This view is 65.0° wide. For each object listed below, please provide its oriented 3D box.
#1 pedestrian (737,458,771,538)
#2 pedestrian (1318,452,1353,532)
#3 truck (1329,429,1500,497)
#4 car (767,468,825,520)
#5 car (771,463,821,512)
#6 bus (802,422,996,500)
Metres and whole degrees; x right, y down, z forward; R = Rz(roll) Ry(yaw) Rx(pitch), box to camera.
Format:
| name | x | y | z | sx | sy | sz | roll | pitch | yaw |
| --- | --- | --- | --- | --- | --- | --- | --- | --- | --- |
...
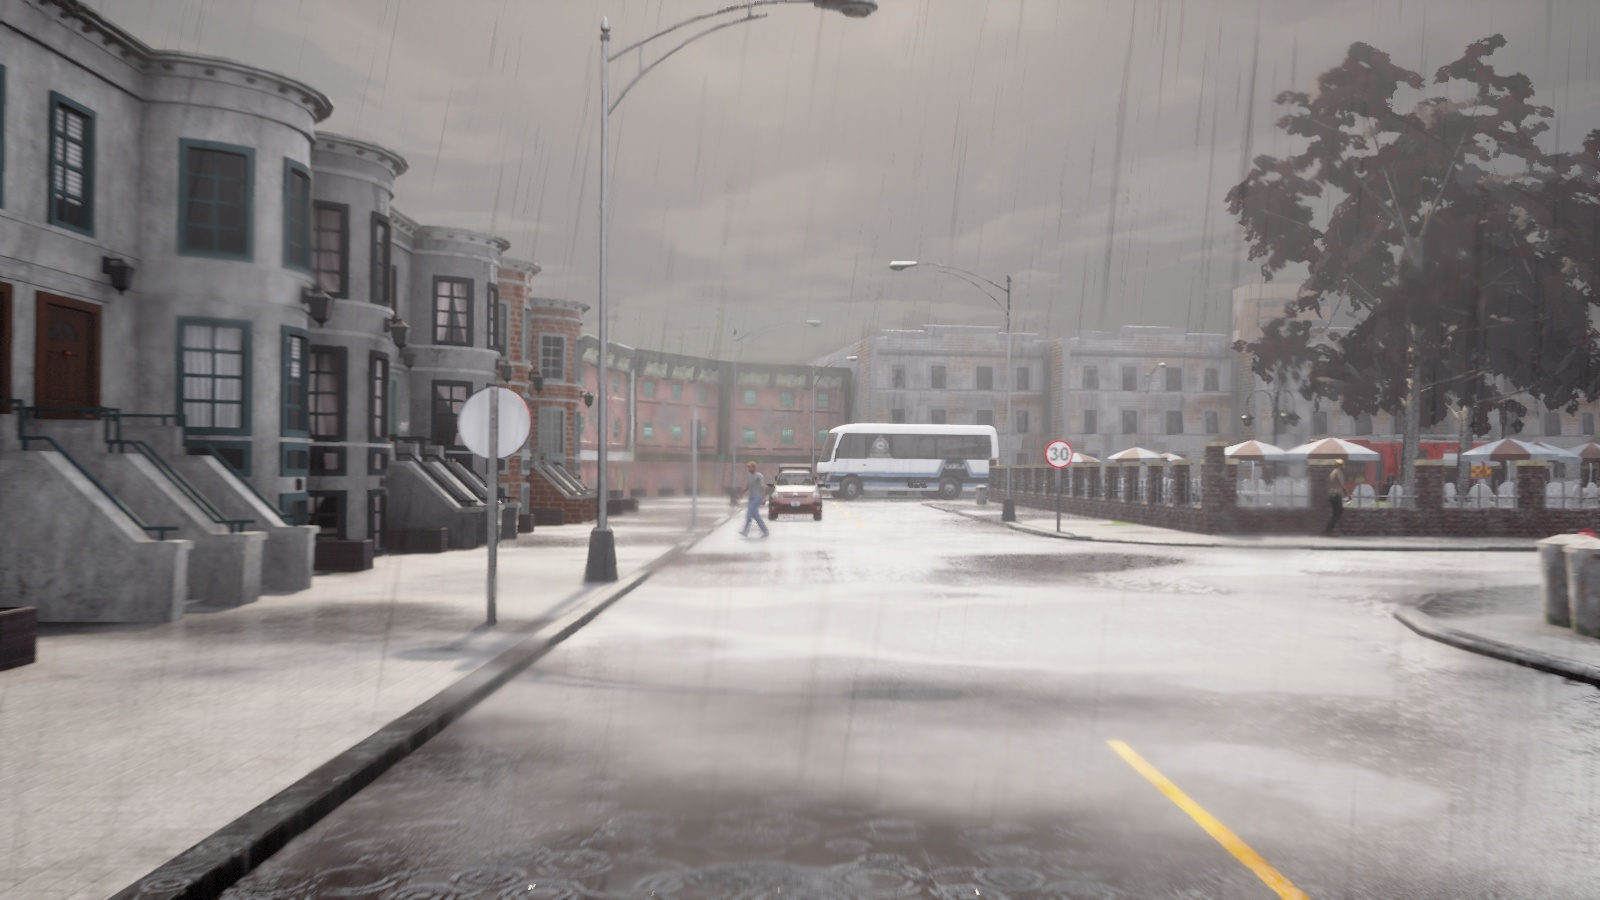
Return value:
| name | x | y | z | sx | sy | sz | roll | pitch | yaw |
| --- | --- | --- | --- | --- | --- | --- | --- | --- | --- |
| pedestrian | -1.063 | 1.110 | 29.312 | 0.706 | 1.836 | 0.354 | 0 | -1 | -34 |
| pedestrian | 12.358 | 0.969 | 28.976 | 0.634 | 1.846 | 0.331 | 0 | -1 | 2 |
| truck | 35.513 | 0.749 | 72.785 | 8.468 | 3.827 | 2.891 | 0 | -1 | 0 |
| car | -0.125 | 1.423 | 41.572 | 1.851 | 1.617 | 3.988 | 0 | -1 | 0 |
| car | -0.162 | 1.471 | 50.404 | 1.905 | 1.878 | 3.866 | 0 | -1 | 0 |
| bus | 5.519 | 0.621 | 71.048 | 10.273 | 4.253 | 3.944 | 0 | -1 | -10 |
